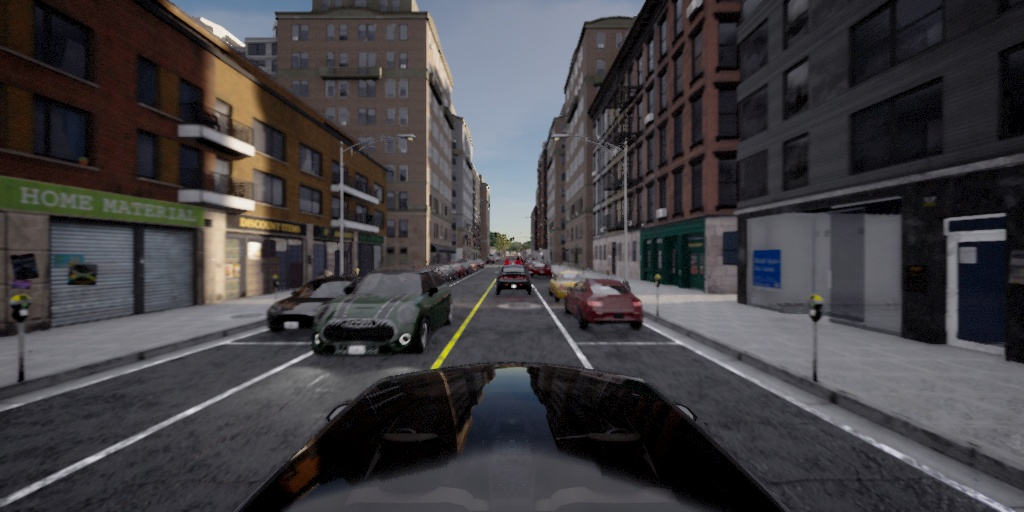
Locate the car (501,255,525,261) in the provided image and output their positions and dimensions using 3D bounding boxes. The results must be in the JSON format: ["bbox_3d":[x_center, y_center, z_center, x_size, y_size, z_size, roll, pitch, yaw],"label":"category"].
[{"bbox_3d":[0.112,0.947,42.964,2.150,2.045,5.566,0,0,0],"label":"car"}]

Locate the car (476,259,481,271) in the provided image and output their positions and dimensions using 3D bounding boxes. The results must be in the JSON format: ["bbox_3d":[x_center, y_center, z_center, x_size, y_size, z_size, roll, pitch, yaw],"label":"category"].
[{"bbox_3d":[-5.376,1.165,45.032,1.967,1.591,4.097,0,0,0],"label":"car"}]

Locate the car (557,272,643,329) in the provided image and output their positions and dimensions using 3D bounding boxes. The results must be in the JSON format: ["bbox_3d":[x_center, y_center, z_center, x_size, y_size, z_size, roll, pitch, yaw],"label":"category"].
[{"bbox_3d":[2.640,1.327,10.936,1.802,1.307,4.207,0,0,0],"label":"car"}]

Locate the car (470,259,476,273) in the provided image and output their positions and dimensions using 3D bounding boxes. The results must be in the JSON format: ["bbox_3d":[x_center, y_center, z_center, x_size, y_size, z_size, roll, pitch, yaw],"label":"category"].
[{"bbox_3d":[-5.377,1.295,39.350,1.948,1.339,4.313,0,0,0],"label":"car"}]

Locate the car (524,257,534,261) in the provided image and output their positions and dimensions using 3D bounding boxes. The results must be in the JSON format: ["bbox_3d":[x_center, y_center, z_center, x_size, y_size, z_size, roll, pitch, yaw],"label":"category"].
[{"bbox_3d":[2.648,1.168,39.348,1.967,1.591,4.097,0,0,0],"label":"car"}]

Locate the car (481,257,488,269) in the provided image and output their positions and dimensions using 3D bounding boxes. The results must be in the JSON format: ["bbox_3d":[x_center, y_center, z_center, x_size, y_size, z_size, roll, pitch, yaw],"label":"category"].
[{"bbox_3d":[-5.373,1.157,56.396,1.967,1.591,4.097,0,0,0],"label":"car"}]

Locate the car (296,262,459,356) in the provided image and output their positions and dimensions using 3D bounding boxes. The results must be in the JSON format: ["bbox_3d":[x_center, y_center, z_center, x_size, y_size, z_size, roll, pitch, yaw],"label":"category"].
[{"bbox_3d":[-2.782,1.098,8.723,2.097,1.767,4.553,0,0,0],"label":"car"}]

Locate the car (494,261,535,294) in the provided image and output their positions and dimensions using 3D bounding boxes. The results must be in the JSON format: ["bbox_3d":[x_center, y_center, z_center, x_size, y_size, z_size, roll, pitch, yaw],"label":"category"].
[{"bbox_3d":[0.099,1.245,20.044,1.837,1.490,4.892,0,0,0],"label":"car"}]

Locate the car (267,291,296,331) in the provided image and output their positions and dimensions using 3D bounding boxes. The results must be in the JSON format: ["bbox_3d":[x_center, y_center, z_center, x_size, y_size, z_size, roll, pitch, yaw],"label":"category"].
[{"bbox_3d":[-5.386,1.312,10.938,1.948,1.339,4.313,0,0,0],"label":"car"}]

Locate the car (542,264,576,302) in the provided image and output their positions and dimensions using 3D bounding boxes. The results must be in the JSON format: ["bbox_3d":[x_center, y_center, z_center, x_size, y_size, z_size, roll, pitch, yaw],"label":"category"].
[{"bbox_3d":[2.641,1.267,16.788,1.751,1.417,4.829,0,0,0],"label":"car"}]

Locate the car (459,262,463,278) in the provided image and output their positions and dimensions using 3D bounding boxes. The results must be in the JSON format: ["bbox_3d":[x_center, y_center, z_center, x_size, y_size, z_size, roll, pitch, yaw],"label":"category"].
[{"bbox_3d":[-5.381,1.287,27.985,2.007,1.370,4.403,0,0,0],"label":"car"}]

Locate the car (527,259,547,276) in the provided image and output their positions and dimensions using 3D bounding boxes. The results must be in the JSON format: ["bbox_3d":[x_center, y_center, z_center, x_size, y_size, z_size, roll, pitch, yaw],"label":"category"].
[{"bbox_3d":[2.646,1.277,33.665,1.888,1.381,4.507,0,0,0],"label":"car"}]

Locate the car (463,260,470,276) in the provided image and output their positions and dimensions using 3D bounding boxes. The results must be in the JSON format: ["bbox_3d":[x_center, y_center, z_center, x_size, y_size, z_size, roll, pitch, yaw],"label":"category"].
[{"bbox_3d":[-5.379,1.278,33.668,1.888,1.381,4.507,0,0,0],"label":"car"}]
